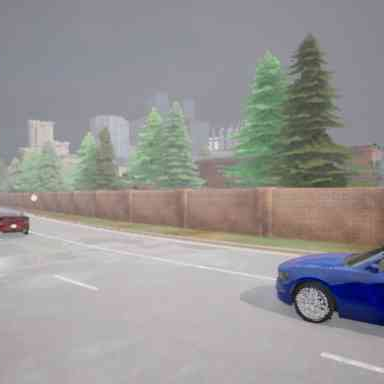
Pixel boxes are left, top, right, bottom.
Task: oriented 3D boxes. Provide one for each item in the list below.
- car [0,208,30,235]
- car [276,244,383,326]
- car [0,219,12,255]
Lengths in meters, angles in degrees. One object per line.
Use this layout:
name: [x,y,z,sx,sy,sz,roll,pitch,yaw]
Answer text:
car: [-10.912,1.635,19.128,1.882,1.535,5.008,0,0,-42]
car: [3.932,1.517,5.578,5.008,1.535,1.882,0,0,35]
car: [-8.034,1.641,10.962,5.357,1.411,2.033,0,-1,44]
